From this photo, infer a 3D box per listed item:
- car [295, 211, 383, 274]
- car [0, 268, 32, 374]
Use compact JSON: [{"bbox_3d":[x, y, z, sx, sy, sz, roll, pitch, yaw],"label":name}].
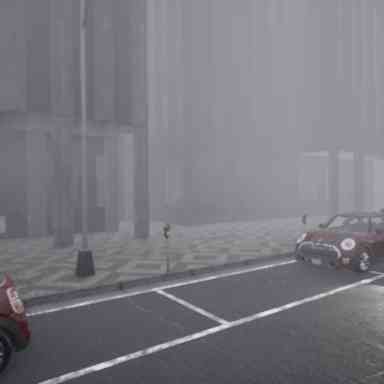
[{"bbox_3d":[5.019,1.362,10.234,4.097,1.590,1.967,-1,0,-36],"label":"car"},{"bbox_3d":[-4.158,1.451,3.687,4.097,1.590,1.967,-1,0,-36],"label":"car"}]
